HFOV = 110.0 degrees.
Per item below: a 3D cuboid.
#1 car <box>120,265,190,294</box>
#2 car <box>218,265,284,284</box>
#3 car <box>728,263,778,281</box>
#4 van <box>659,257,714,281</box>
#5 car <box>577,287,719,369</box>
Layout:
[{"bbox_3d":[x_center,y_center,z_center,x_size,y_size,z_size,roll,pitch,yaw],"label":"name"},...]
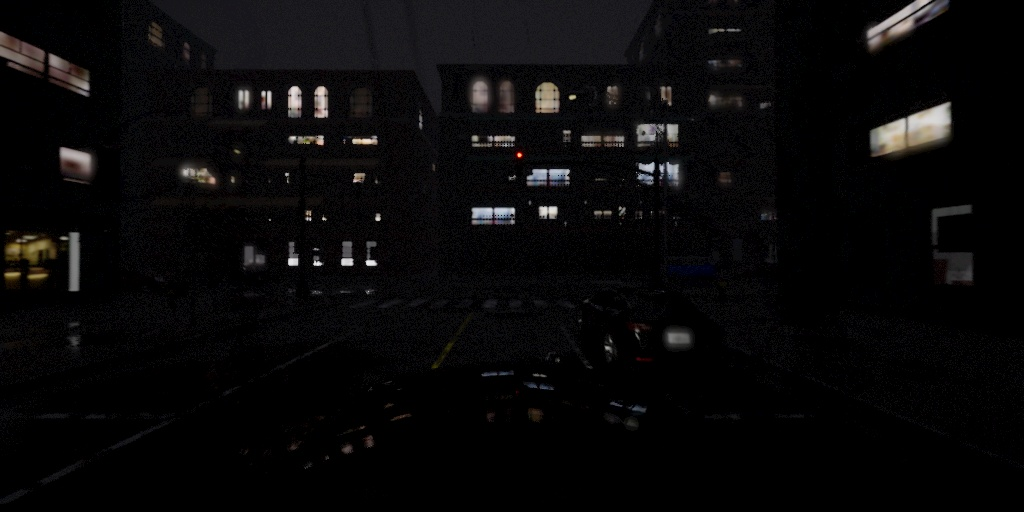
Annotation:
[{"bbox_3d":[-19.650,1.198,18.998,4.097,1.591,1.967,0,0,0],"label":"car"},{"bbox_3d":[-19.692,1.366,27.137,4.403,1.370,2.007,0,0,0],"label":"car"},{"bbox_3d":[18.734,1.156,27.202,4.207,1.307,1.802,0,0,0],"label":"car"},{"bbox_3d":[13.093,0.949,27.174,3.998,1.789,1.690,0,0,0],"label":"van"},{"bbox_3d":[2.567,1.294,7.606,1.948,1.339,4.313,0,0,0],"label":"car"}]
